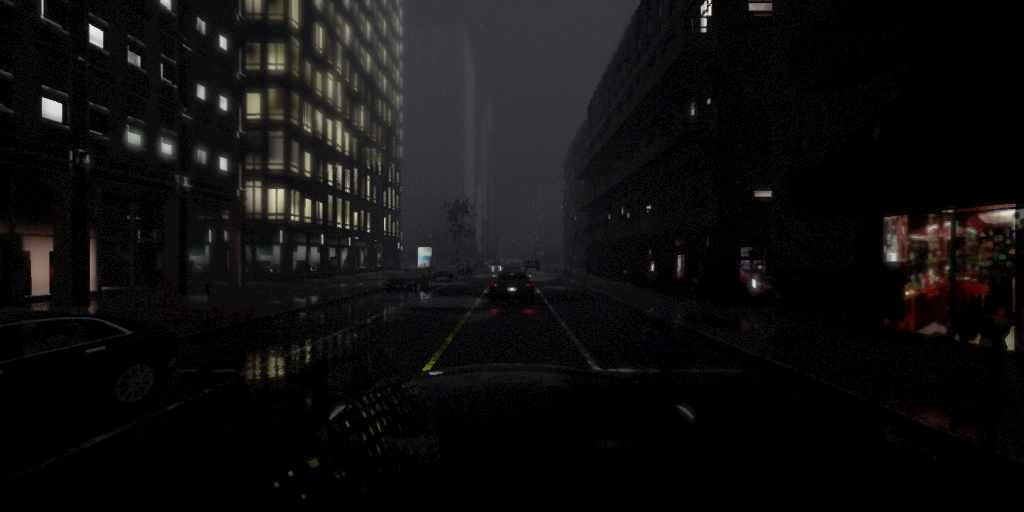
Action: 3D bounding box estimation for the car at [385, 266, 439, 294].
[{"bbox_3d":[-5.692,1.298,20.057,2.007,1.370,4.403,0,0,0],"label":"car"}]

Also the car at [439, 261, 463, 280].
[{"bbox_3d":[-5.692,1.330,31.160,1.802,1.307,4.207,0,0,0],"label":"car"}]

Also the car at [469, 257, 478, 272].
[{"bbox_3d":[-5.691,1.066,42.262,2.192,1.841,5.009,0,0,0],"label":"car"}]

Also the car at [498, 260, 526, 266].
[{"bbox_3d":[-0.001,1.283,31.500,1.812,1.442,4.674,0,0,0],"label":"car"}]

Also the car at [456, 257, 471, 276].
[{"bbox_3d":[-5.692,1.189,36.711,1.967,1.591,4.097,0,0,0],"label":"car"}]

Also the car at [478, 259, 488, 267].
[{"bbox_3d":[-5.691,1.326,64.465,1.948,1.339,4.313,0,0,0],"label":"car"}]

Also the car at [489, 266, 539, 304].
[{"bbox_3d":[-0.001,1.320,16.500,1.994,1.385,4.181,0,0,0],"label":"car"}]

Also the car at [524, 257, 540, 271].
[{"bbox_3d":[2.689,1.068,47.813,2.192,1.841,5.009,0,0,0],"label":"car"}]

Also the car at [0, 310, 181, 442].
[{"bbox_3d":[-5.692,1.297,3.406,2.007,1.370,4.403,0,0,0],"label":"car"}]
